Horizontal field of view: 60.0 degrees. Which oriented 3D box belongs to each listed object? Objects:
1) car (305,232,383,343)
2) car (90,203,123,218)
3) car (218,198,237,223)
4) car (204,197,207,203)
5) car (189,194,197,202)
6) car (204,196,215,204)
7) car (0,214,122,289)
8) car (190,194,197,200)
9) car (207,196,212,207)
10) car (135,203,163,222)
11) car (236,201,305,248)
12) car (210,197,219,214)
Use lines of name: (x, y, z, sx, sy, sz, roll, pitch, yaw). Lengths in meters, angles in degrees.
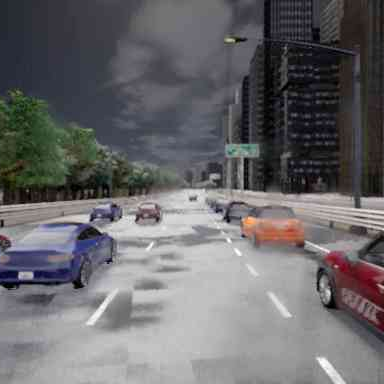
car: (3.601, 1.366, 5.071, 2.097, 1.767, 4.553, 0, 0, 0)
car: (-6.917, 1.595, 27.079, 1.812, 1.442, 4.674, 0, 0, 0)
car: (3.481, 1.498, 26.217, 2.033, 1.649, 4.856, 0, 0, 0)
car: (3.579, 1.690, 59.162, 1.895, 1.301, 4.718, 0, 0, 0)
car: (0.248, 1.497, 78.951, 1.812, 1.442, 4.674, 0, 0, 1)
car: (3.662, 1.622, 70.103, 2.033, 1.411, 5.357, 0, 0, 1)
car: (-3.401, 1.552, 9.109, 1.812, 1.442, 4.674, 0, 0, 0)
car: (0.443, 1.307, 94.830, 1.882, 1.535, 5.008, 0, 0, 1)
car: (3.521, 1.596, 48.160, 1.837, 1.490, 4.892, 0, 0, 0)
car: (-3.417, 1.595, 27.022, 1.812, 1.442, 4.674, 0, 0, 0)
car: (3.494, 1.393, 15.195, 2.097, 1.767, 4.553, 0, 0, 0)
car: (3.487, 1.588, 37.219, 2.163, 1.488, 4.792, 0, 0, 0)
